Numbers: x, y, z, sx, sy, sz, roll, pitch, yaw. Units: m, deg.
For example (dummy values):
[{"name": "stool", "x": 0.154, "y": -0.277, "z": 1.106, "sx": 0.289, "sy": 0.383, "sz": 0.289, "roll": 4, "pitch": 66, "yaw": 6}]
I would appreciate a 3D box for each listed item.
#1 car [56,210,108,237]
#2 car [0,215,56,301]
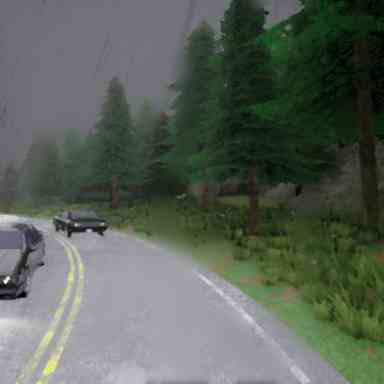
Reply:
[{"name": "car", "x": -6.223, "y": 1.615, "z": 18.181, "sx": 1.895, "sy": 1.301, "sz": 4.718, "roll": 2, "pitch": -1, "yaw": -33}, {"name": "car", "x": -4.896, "y": 1.543, "z": 8.485, "sx": 2.033, "sy": 1.411, "sz": 5.357, "roll": 0, "pitch": 0, "yaw": -18}]
